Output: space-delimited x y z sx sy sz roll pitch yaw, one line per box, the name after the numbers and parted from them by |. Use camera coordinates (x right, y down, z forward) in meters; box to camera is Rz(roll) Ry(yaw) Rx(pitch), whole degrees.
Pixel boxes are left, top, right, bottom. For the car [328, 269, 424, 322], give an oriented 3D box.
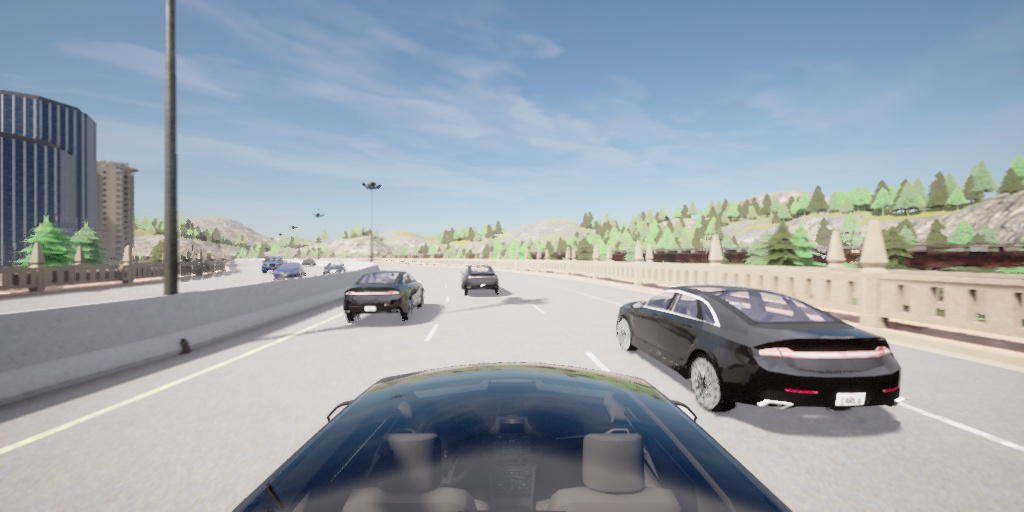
-4.234 1.262 12.446 2.128 1.511 4.902 0 0 -6 | car

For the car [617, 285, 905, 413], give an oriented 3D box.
3.303 1.233 6.042 2.128 1.511 4.902 0 0 -3 | car

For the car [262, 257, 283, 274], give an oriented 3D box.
-29.606 1.096 44.659 2.150 2.045 5.566 0 0 -30 | car

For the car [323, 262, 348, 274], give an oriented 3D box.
-17.460 1.318 35.574 2.128 1.511 4.902 0 0 -22 | car

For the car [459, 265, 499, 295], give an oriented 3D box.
-1.895 1.258 20.194 2.128 1.511 4.902 0 0 -11 | car

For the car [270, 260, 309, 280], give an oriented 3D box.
-19.948 1.359 32.362 1.812 1.442 4.674 0 0 -21 | car
